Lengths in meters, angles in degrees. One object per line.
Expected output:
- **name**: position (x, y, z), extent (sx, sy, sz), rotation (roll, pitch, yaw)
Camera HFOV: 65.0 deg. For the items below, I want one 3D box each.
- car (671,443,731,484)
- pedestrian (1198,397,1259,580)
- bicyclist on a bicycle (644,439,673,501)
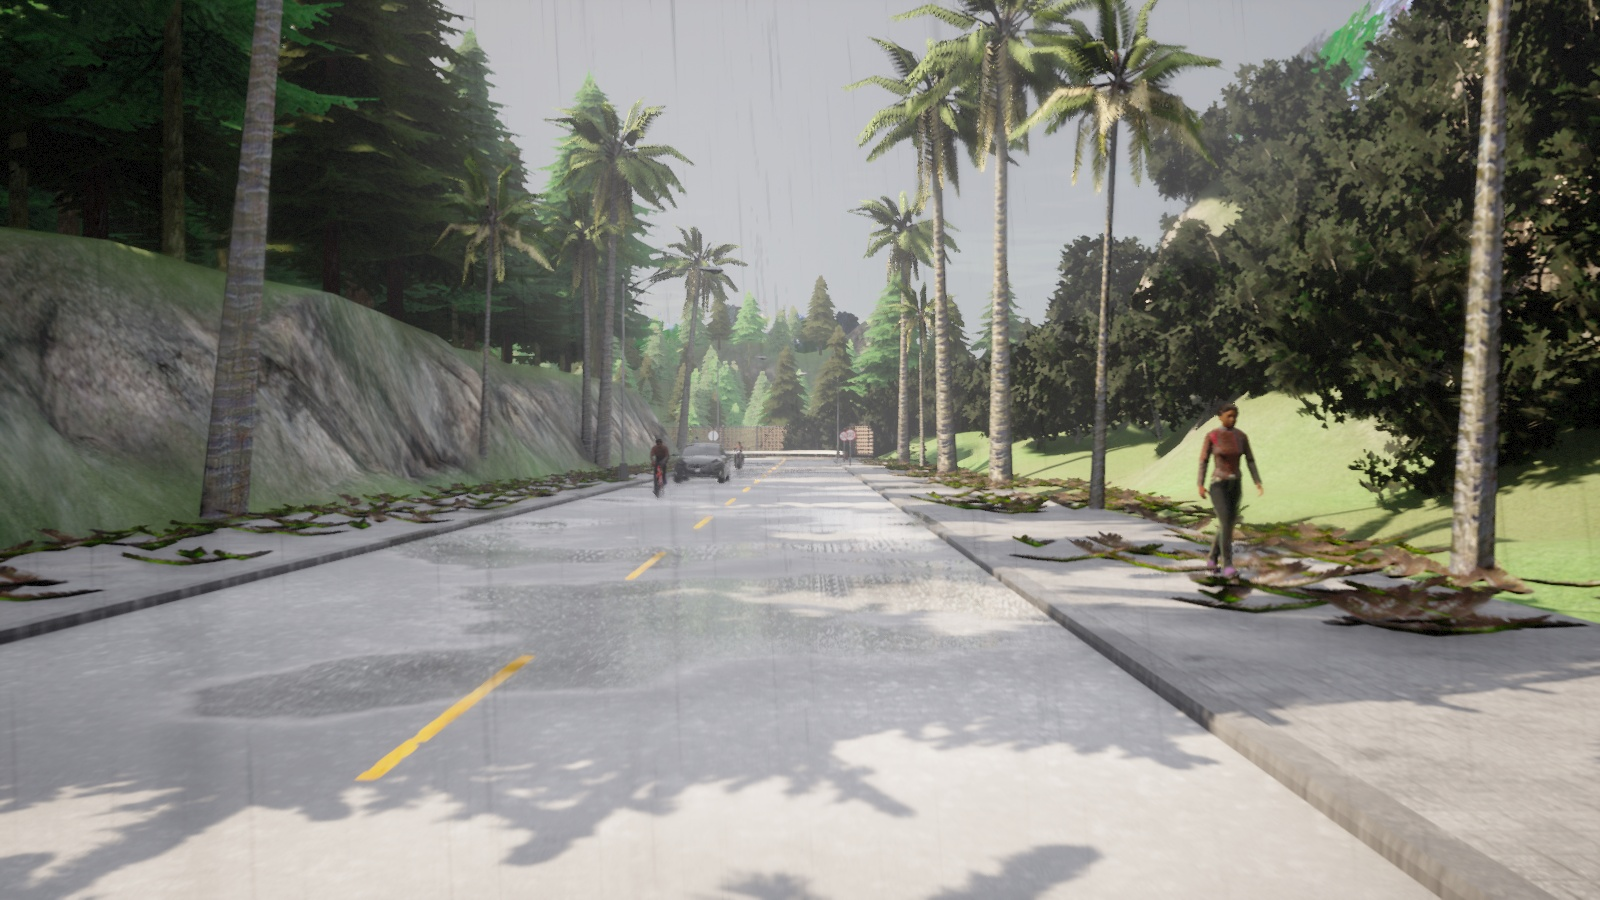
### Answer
- **car**: position (-3.686, 0.481, 47.480), extent (1.837, 1.490, 4.892), rotation (0, 0, 0)
- **pedestrian**: position (4.368, 0.378, 12.818), extent (0.328, 1.805, 0.869), rotation (0, 0, 1)
- **bicyclist on a bicycle**: position (-3.785, 0.506, 33.681), extent (0.582, 1.620, 1.656), rotation (0, 1, 0)
